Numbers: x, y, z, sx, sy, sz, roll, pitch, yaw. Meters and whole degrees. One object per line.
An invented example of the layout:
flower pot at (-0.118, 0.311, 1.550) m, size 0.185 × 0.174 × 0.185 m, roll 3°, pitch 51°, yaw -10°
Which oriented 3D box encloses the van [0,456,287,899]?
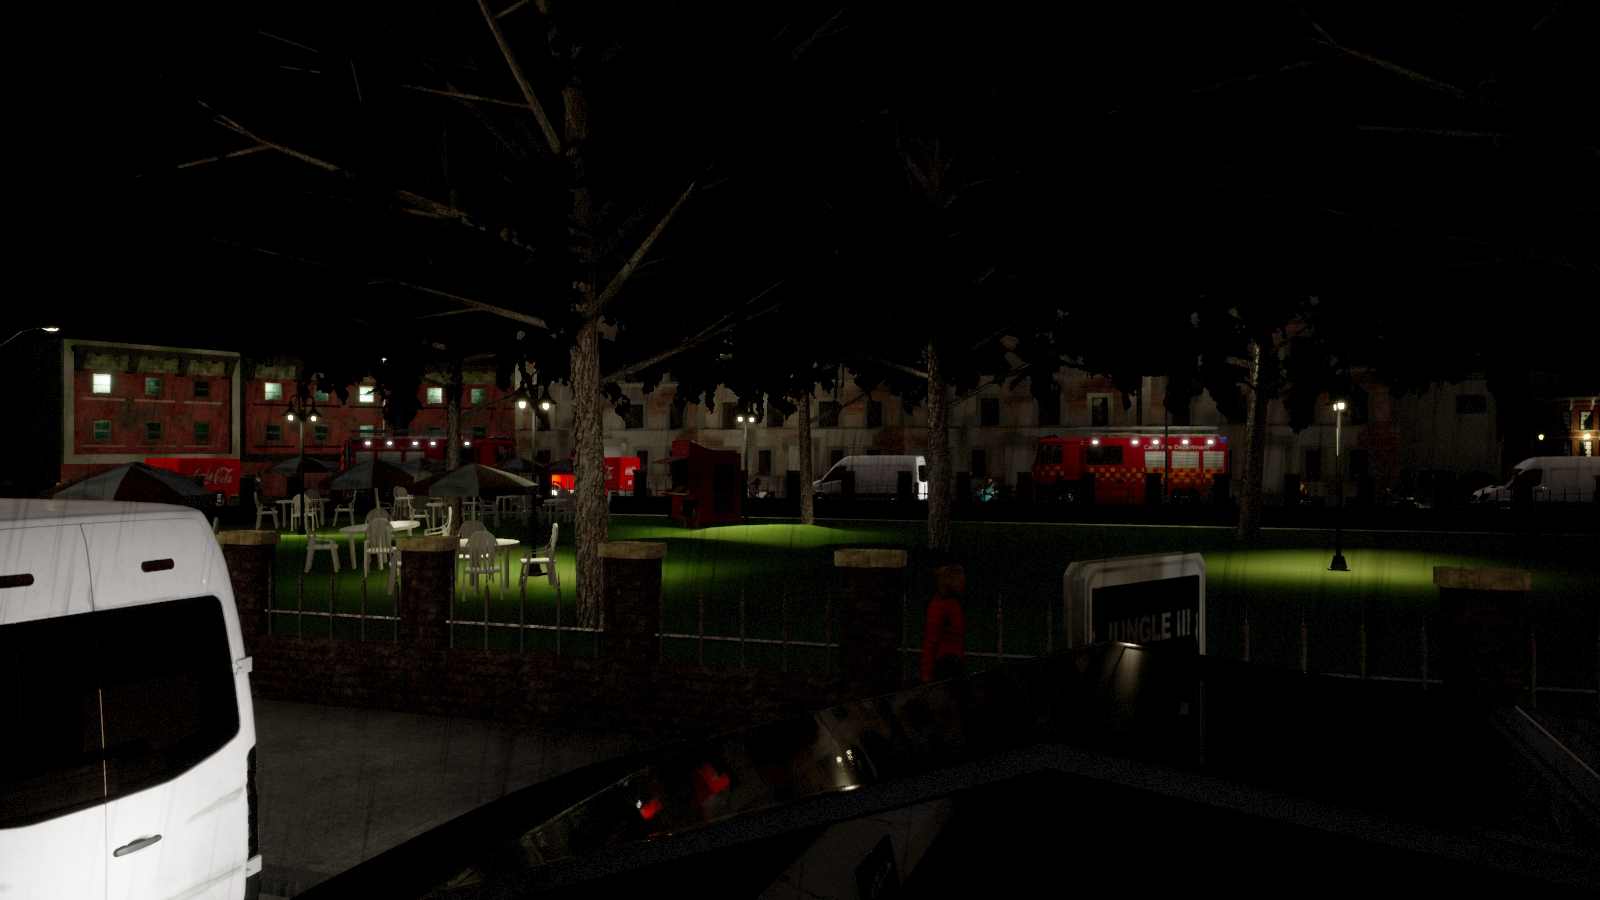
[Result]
van at (-5.749, 1.318, 5.932) m, size 5.915 × 2.561 × 1.988 m, roll 0°, pitch 0°, yaw 20°

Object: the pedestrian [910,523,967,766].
pedestrian at (1.107, 1.526, 9.121) m, size 0.375 × 1.860 × 0.375 m, roll 0°, pitch 0°, yaw 20°

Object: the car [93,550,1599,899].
car at (1.308, 1.534, 3.365) m, size 6.274 × 2.098 × 2.390 m, roll 0°, pitch 0°, yaw 20°
